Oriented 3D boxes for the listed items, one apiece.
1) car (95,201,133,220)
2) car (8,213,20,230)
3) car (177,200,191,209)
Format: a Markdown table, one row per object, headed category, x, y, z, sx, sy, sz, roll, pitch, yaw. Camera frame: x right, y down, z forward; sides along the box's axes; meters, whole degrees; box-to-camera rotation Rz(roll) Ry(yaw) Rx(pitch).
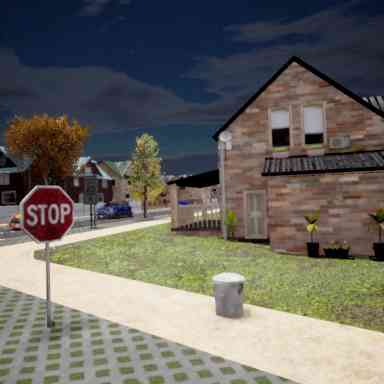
| category | x | y | z | sx | sy | sz | roll | pitch | yaw |
| --- | --- | --- | --- | --- | --- | --- | --- | --- | --- |
| car | -7.634 | 1.705 | 32.545 | 2.097 | 1.767 | 4.553 | -2 | -1 | 17 |
| car | -10.476 | 1.603 | 23.306 | 2.097 | 1.767 | 4.553 | -2 | -1 | 17 |
| car | -1.601 | 2.050 | 51.978 | 1.882 | 1.535 | 5.008 | -2 | -2 | 18 |
